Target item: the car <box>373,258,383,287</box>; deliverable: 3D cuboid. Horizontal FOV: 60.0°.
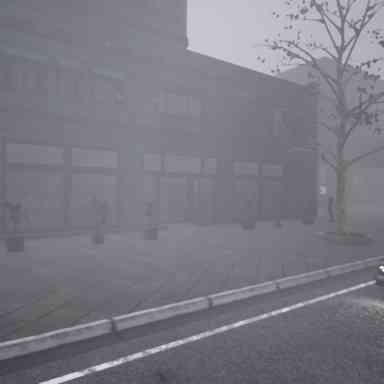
[{"bbox_3d":[6.555,1.556,8.028,5.357,1.411,2.033,0,0,-35],"label":"car"}]
